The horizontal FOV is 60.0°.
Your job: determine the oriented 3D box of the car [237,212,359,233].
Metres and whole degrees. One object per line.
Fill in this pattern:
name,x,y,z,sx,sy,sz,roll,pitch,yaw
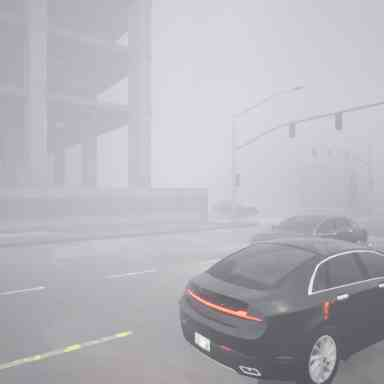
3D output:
car,3.994,1.505,11.149,4.892,1.490,1.837,0,0,-36

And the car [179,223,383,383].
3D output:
car,2.106,1.505,5.292,4.892,1.490,1.837,0,0,-35

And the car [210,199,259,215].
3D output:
car,4.128,1.601,31.696,1.895,1.301,4.718,0,0,-36

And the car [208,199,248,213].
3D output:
car,3.991,1.526,37.850,1.812,1.442,4.674,0,0,-36
